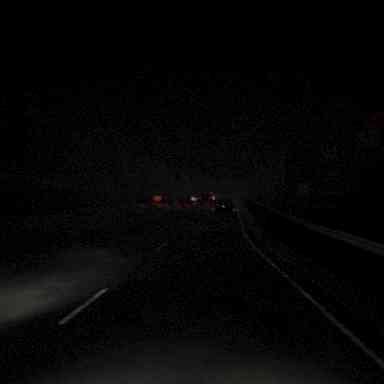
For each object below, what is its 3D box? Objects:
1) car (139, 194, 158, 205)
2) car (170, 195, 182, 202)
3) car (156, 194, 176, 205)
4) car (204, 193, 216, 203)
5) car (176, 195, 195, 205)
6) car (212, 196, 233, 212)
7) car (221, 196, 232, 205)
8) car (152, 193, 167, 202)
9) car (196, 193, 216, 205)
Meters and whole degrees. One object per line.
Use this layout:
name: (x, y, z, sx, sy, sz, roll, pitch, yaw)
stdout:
car: (-8.017, 1.464, 58.878, 1.837, 1.490, 4.892, 0, 0, 7)
car: (-3.268, 1.402, 68.792, 1.994, 1.385, 4.181, 0, 0, 7)
car: (-4.492, 1.491, 58.864, 1.812, 1.442, 4.674, 0, 0, 7)
car: (3.683, 1.141, 67.965, 2.150, 2.045, 5.566, 0, 0, 7)
car: (-1.070, 1.449, 58.022, 1.882, 1.535, 5.008, 0, 0, 7)
car: (3.730, 1.552, 38.914, 1.994, 1.385, 4.181, 0, 0, 7)
car: (6.184, 1.509, 58.941, 1.812, 1.442, 4.674, 0, 0, 7)
car: (-6.745, 1.144, 69.190, 2.097, 1.767, 4.553, 0, 0, 7)
car: (2.408, 1.199, 57.623, 2.150, 2.045, 5.566, 0, 0, 7)
